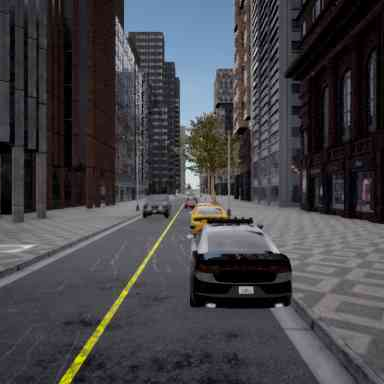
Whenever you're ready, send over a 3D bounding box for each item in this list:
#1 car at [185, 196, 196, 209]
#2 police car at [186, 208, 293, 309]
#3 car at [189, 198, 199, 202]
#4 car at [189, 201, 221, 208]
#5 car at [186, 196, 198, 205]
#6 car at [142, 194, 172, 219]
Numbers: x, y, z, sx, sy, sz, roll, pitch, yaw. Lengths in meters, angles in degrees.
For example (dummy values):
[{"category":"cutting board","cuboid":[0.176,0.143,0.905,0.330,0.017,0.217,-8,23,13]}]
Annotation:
[{"category":"car","cuboid":[0.014,1.564,45.944,1.994,1.385,4.181,0,0,1]},{"category":"police car","cuboid":[0.899,1.425,8.108,1.930,1.638,5.238,0,0,0]},{"category":"car","cuboid":[0.897,1.455,24.189,1.801,1.575,5.366,0,0,0]},{"category":"car","cuboid":[0.898,1.478,17.998,1.882,1.535,5.008,0,0,0]},{"category":"car","cuboid":[-0.006,1.476,58.551,1.882,1.535,5.008,0,0,0]},{"category":"car","cuboid":[-3.003,1.222,29.517,2.150,2.045,5.566,0,0,0]}]
